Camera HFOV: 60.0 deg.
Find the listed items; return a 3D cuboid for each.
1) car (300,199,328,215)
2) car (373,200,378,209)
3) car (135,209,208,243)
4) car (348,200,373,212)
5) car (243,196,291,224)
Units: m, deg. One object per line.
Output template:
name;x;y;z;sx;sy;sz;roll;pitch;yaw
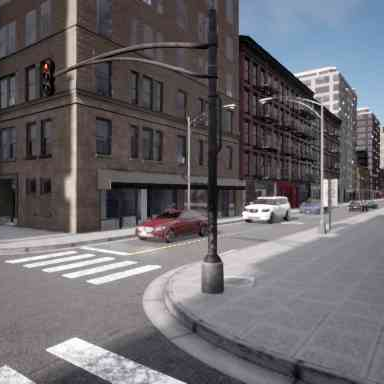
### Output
car;13.684;1.588;37.273;2.097;1.767;4.553;0;0;36
car;27.785;1.905;52.034;1.994;1.385;4.181;0;0;35
car;-0.817;1.617;16.910;1.812;1.442;4.674;0;0;36
car;22.034;1.782;43.955;2.128;1.511;4.902;0;0;36
car;6.124;1.384;26.691;2.150;2.045;5.566;0;0;35
